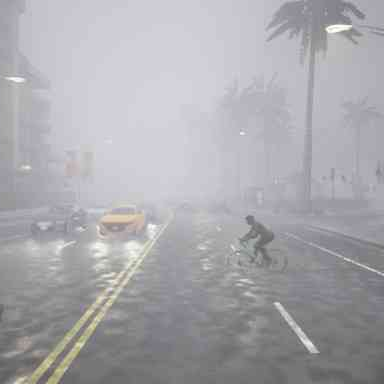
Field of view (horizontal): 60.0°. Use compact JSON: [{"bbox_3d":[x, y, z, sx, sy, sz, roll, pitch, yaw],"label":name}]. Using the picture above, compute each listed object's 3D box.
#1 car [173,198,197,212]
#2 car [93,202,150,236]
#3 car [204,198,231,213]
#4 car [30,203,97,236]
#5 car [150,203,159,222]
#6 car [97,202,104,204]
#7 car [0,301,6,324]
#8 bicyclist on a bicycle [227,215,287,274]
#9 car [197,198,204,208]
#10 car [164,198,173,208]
[{"bbox_3d":[-0.887,1.526,38.646,1.812,1.442,4.674,0,0,-7],"label":"car"},{"bbox_3d":[-3.722,1.477,18.560,1.882,1.535,5.008,0,0,0],"label":"car"},{"bbox_3d":[2.881,1.601,36.966,1.895,1.301,4.718,0,0,-6],"label":"car"},{"bbox_3d":[-7.225,1.492,18.630,2.128,1.511,4.902,0,0,0],"label":"car"},{"bbox_3d":[-3.663,1.561,26.083,1.812,1.442,4.674,0,0,0],"label":"car"},{"bbox_3d":[-7.163,1.561,26.061,1.812,1.442,4.674,0,0,0],"label":"car"},{"bbox_3d":[-3.616,1.547,2.466,2.033,1.411,5.357,0,0,0],"label":"car"},{"bbox_3d":[1.773,1.455,9.116,1.656,1.620,0.582,-2,0,0],"label":"bicyclist on a bicycle"},{"bbox_3d":[1.264,1.547,46.945,2.033,1.411,5.357,0,0,-14],"label":"car"},{"bbox_3d":[-2.791,1.526,48.343,1.812,1.442,4.674,0,0,-16],"label":"car"}]
